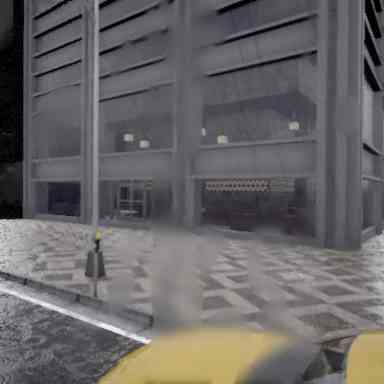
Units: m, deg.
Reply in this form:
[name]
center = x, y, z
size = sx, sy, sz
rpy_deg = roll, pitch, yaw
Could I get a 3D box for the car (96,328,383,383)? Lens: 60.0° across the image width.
[car]
center = 1.338, 1.526, 2.006
size = 4.829, 1.417, 1.752
rpy_deg = 0, 0, 35
